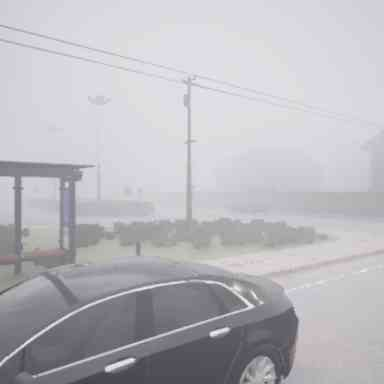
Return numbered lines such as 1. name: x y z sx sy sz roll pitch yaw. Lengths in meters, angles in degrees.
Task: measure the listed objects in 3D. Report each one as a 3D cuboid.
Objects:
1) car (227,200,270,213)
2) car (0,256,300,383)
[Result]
1. car: 5.574 1.510 33.438 2.128 1.511 4.902 0 0 -36
2. car: -0.997 1.507 3.237 4.892 1.490 1.837 1 0 -35
